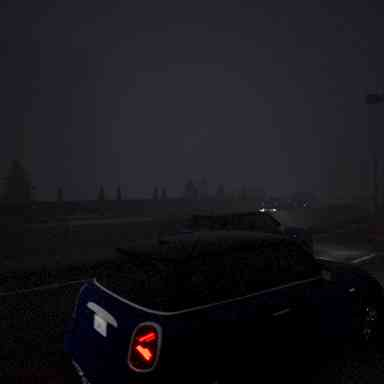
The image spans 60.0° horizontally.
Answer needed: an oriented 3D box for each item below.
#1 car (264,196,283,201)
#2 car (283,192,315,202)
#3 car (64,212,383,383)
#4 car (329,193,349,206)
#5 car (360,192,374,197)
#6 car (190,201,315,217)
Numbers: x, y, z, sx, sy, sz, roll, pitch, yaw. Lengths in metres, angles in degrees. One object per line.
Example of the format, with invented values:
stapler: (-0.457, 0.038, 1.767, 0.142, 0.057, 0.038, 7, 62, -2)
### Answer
car: (10.287, 1.320, 41.264, 1.837, 1.490, 4.892, 0, 0, 31)
car: (12.747, 1.024, 38.578, 2.150, 2.045, 5.566, 0, 0, 32)
car: (0.763, 1.336, 4.627, 4.553, 1.767, 2.097, -1, 0, -38)
car: (17.770, 1.237, 40.200, 1.882, 1.535, 5.008, 0, 0, 30)
car: (44.549, 0.807, 84.748, 1.812, 1.442, 4.674, 0, 0, -1)
car: (1.616, 1.315, 9.815, 4.553, 1.767, 2.097, -1, 0, -40)
